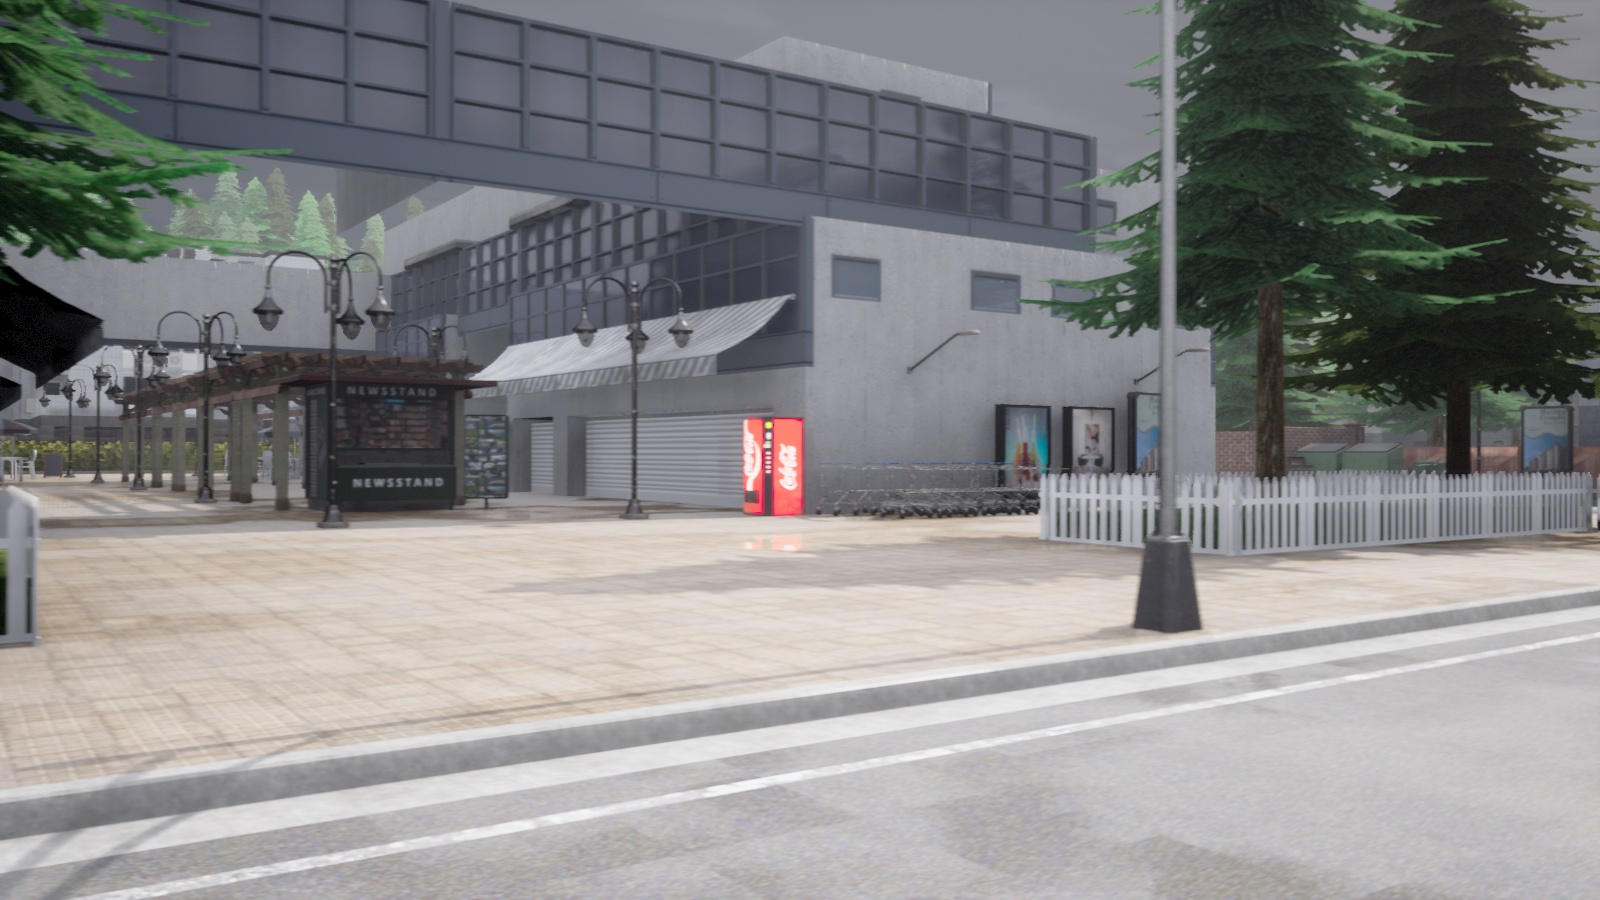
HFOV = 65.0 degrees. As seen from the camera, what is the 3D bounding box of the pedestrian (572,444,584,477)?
[{"bbox_3d":[-12.405,0.578,70.174,0.345,1.836,0.594,0,0,-42],"label":"pedestrian"}]
